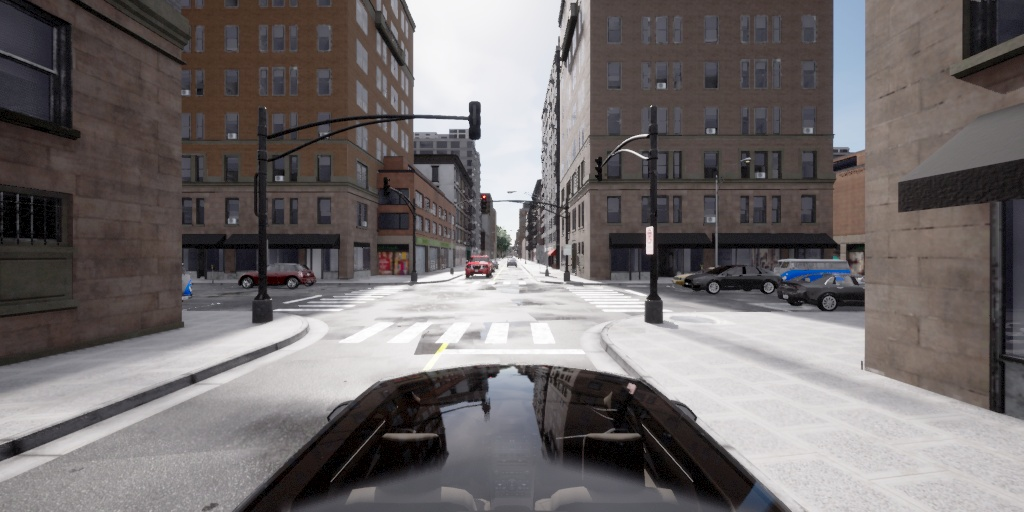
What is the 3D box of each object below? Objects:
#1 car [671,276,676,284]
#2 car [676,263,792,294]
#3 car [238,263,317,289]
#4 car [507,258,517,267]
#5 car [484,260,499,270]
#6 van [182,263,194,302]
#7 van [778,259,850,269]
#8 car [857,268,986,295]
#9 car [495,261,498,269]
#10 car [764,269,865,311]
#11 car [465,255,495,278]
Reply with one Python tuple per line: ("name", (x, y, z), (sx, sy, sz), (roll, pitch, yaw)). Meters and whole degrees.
("car", (12.419, 1.264, 22.046), (4.829, 1.417, 1.751), (0, 0, 1))
("car", (11.926, 1.248, 19.494), (4.892, 1.490, 1.837), (0, 0, -1))
("car", (-14.605, 1.172, 22.323), (4.097, 1.591, 1.967), (0, 0, 1))
("car", (-0.008, 1.260, 63.799), (2.033, 1.411, 5.357), (0, 0, 0))
("car", (-3.092, 1.288, 54.089), (1.994, 1.385, 4.181), (0, 0, 1))
("van", (-14.675, 1.089, 13.798), (3.998, 1.789, 1.690), (0, 0, 1))
("van", (18.258, 1.080, 21.986), (3.998, 1.789, 1.690), (0, 0, 1))
("car", (21.959, 1.346, 19.378), (4.718, 1.301, 1.895), (0, 0, 1))
("car", (-3.106, 1.259, 44.096), (1.812, 1.442, 4.674), (0, 0, 0))
("car", (12.520, 1.305, 13.519), (4.403, 1.370, 2.007), (0, 0, 1))
("car", (-3.102, 0.962, 34.259), (2.150, 2.045, 5.566), (0, 0, 0))
